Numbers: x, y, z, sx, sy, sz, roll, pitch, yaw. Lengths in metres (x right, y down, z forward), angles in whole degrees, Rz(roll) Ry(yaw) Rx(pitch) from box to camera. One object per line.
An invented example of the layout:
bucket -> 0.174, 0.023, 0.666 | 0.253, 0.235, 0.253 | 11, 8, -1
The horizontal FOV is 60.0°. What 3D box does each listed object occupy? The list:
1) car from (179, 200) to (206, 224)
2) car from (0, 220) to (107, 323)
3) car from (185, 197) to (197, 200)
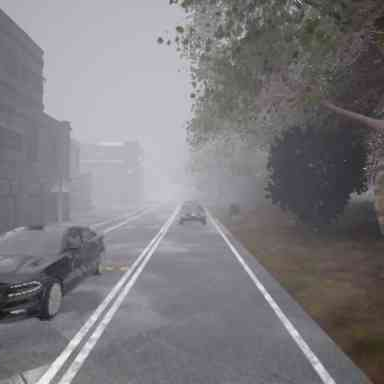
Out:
car -> 0.054, 1.526, 24.282 | 2.033, 1.411, 5.357 | 0, 0, 0
car -> -3.355, 1.475, 7.508 | 1.882, 1.535, 5.008 | 0, 0, 0
car -> -0.162, 1.410, 42.637 | 1.882, 1.535, 5.008 | 0, 0, -1
